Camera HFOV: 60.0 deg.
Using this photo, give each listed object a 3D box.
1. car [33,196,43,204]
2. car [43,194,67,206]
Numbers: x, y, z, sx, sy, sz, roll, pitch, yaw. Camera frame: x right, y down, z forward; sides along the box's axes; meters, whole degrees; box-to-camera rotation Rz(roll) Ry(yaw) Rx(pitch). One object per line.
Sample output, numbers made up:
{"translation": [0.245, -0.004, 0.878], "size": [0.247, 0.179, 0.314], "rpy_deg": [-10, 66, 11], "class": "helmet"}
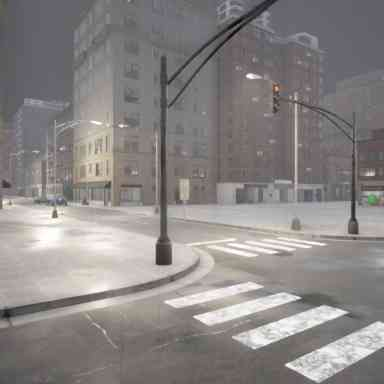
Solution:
{"translation": [-25.456, 1.287, 56.294], "size": [1.994, 1.385, 4.181], "rpy_deg": [0, 0, -36], "class": "car"}
{"translation": [-19.661, 1.119, 48.181], "size": [2.097, 1.767, 4.553], "rpy_deg": [0, 0, -36], "class": "car"}
